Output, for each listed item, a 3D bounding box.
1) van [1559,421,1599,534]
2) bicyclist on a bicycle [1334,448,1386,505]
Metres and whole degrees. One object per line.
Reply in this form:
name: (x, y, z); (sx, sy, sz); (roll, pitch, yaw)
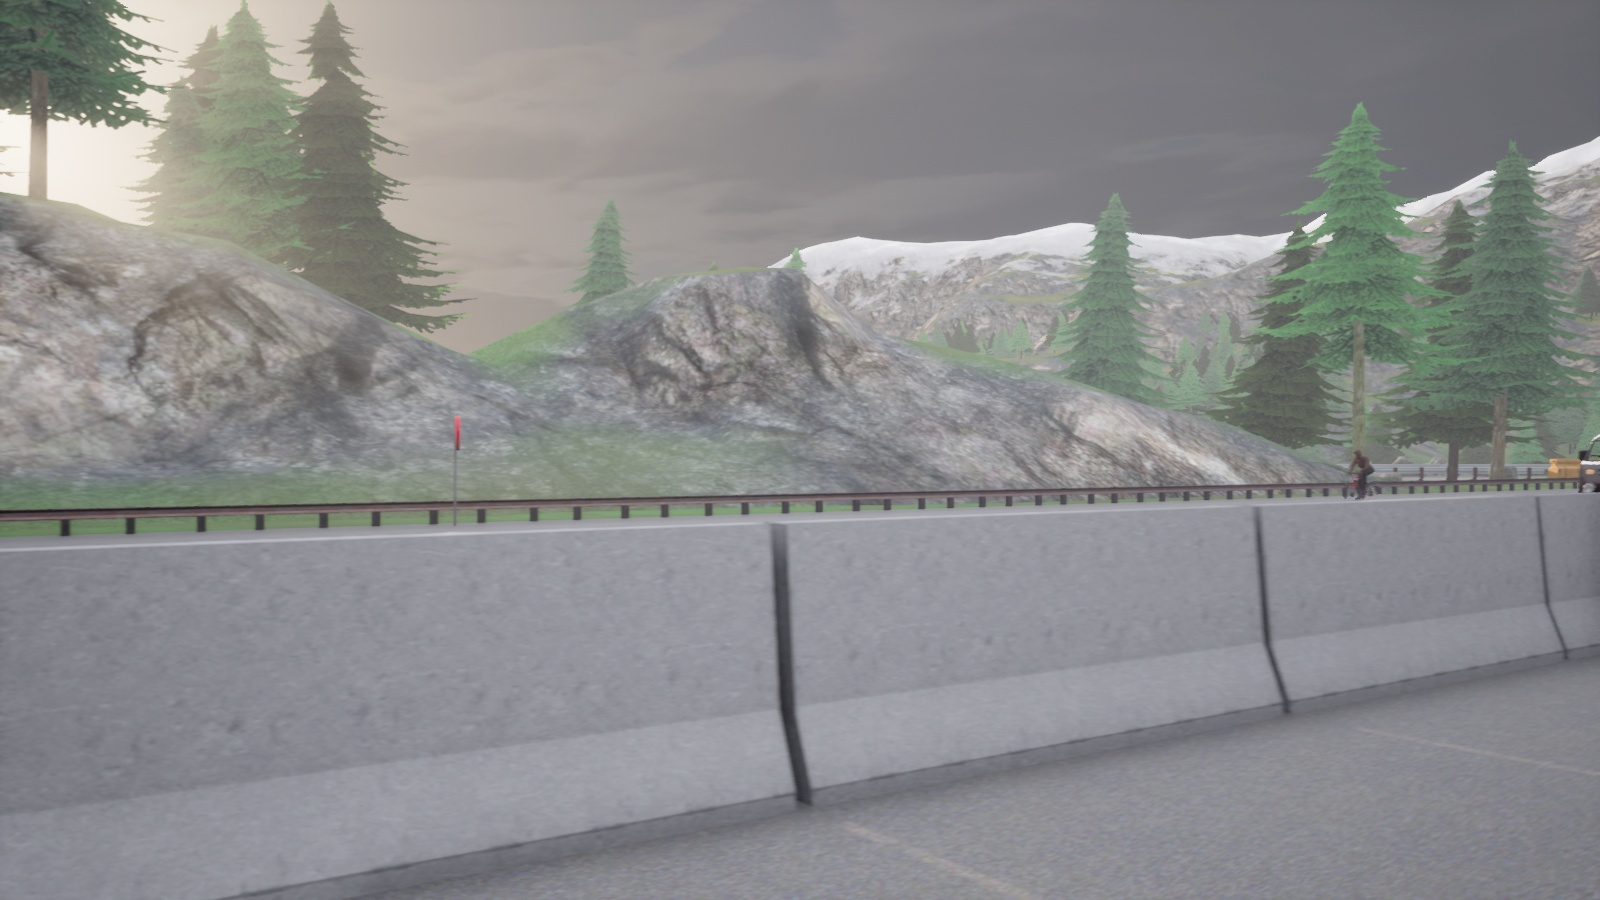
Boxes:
van: (16.475, 0.491, 23.656); (4.480, 2.038, 2.069); (0, 0, -35)
bicyclist on a bicycle: (16.146, 0.752, 36.219); (1.656, 1.620, 0.582); (0, 0, -35)
